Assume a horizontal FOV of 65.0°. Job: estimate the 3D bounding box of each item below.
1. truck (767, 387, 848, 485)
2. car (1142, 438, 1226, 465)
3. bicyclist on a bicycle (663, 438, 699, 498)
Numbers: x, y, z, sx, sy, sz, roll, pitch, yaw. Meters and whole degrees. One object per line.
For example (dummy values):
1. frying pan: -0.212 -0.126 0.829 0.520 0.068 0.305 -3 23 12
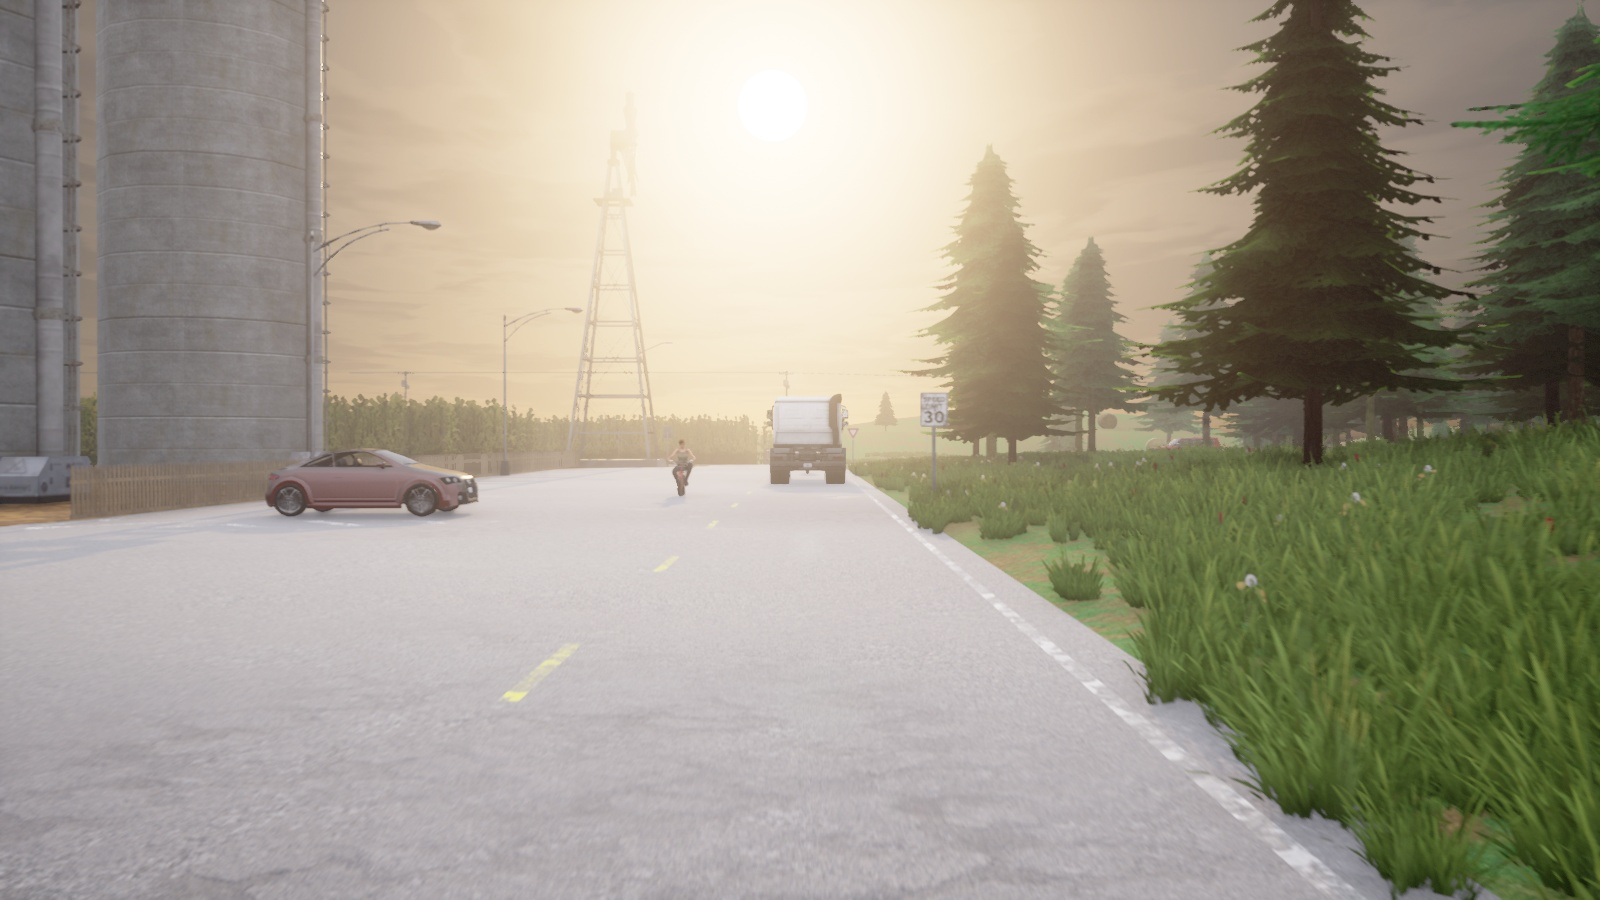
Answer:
1. truck: 0.292 -0.509 48.539 2.891 3.462 7.936 0 0 0
2. car: 28.548 0.102 93.445 5.566 2.045 2.150 0 0 0
3. bicyclist on a bicycle: -3.291 0.484 34.802 0.866 1.612 1.509 0 0 0
